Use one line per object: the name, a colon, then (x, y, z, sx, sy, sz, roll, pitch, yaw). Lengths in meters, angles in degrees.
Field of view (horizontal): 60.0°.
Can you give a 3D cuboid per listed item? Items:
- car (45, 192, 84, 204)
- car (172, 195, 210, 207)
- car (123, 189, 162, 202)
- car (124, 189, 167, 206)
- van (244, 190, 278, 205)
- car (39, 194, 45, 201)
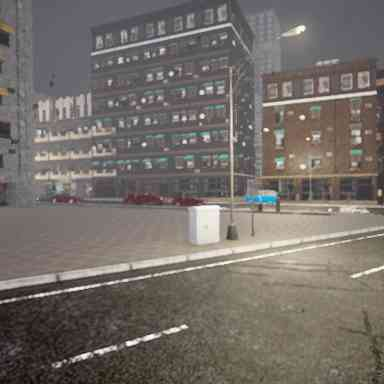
car: (-15.644, 0.743, 41.762, 4.507, 1.381, 1.887, 1, 0, 23)
car: (-0.114, 0.980, 35.093, 4.206, 1.307, 1.802, 1, 0, 23)
car: (-7.060, 0.470, 47.197, 5.009, 1.841, 2.192, 1, 0, 23)
car: (-5.285, 0.647, 37.316, 5.009, 1.841, 2.192, 1, 0, 23)
van: (8.465, 0.692, 40.530, 3.998, 1.788, 1.690, 1, 0, 23)
car: (-18.524, 0.658, 45.854, 5.357, 1.411, 2.033, 1, 1, 24)
